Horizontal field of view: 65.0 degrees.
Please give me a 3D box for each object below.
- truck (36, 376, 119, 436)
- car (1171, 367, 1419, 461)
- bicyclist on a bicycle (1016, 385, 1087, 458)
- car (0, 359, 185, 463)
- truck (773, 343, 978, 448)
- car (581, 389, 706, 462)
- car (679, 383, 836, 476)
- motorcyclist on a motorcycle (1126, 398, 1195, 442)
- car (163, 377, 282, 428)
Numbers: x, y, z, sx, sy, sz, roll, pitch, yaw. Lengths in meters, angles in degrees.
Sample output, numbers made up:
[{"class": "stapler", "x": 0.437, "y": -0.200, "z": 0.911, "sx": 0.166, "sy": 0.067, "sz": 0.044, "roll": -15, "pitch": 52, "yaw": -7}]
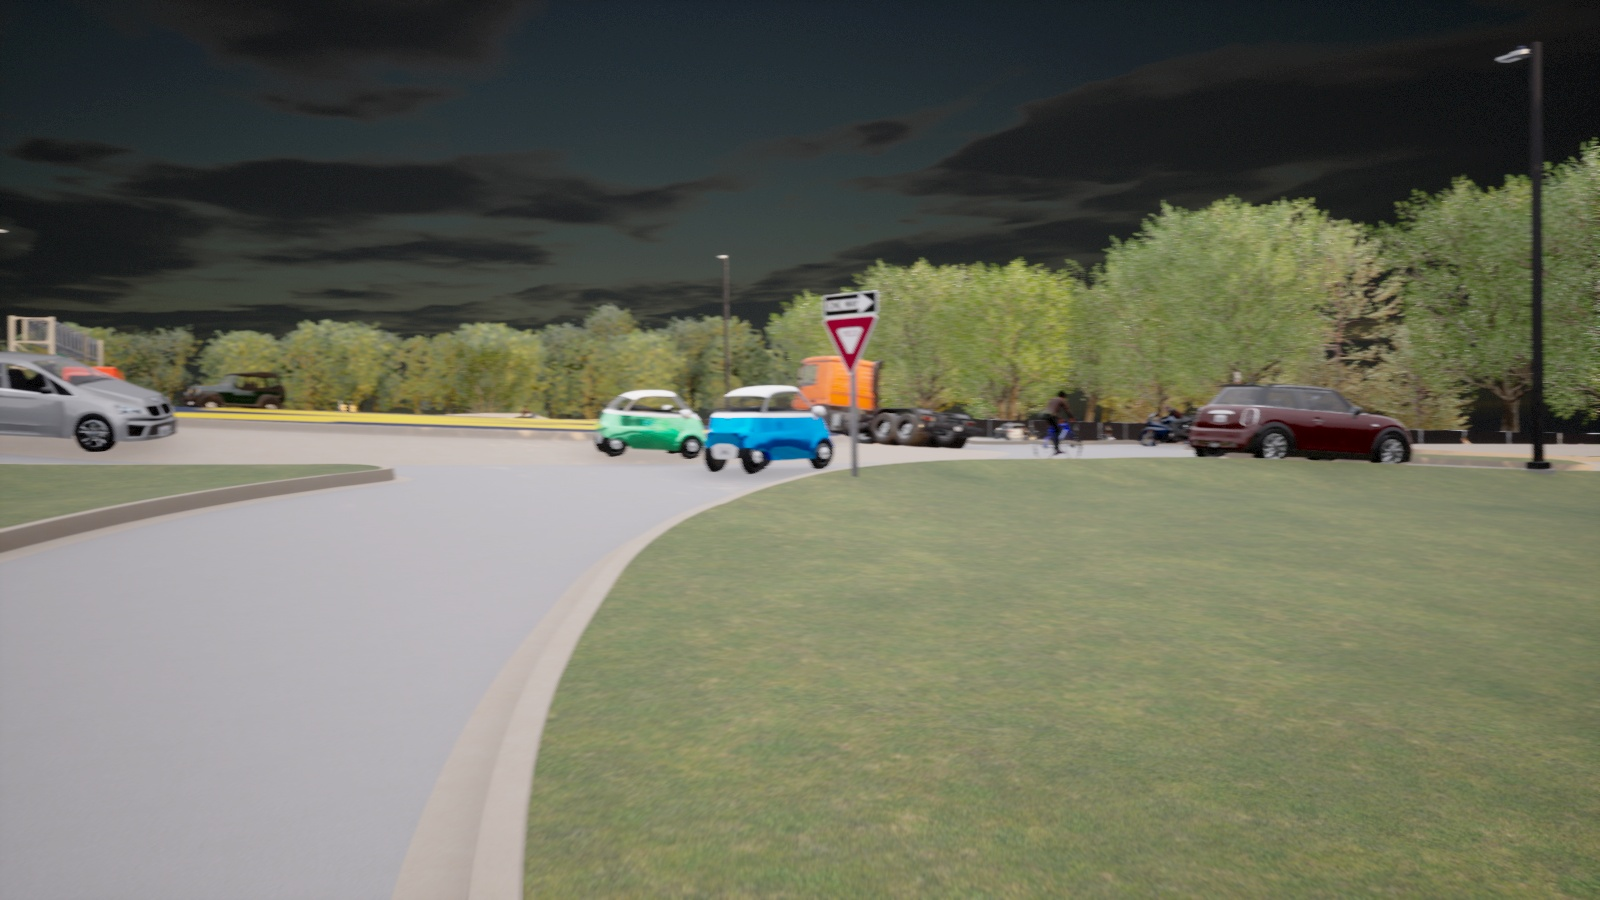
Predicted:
[{"class": "truck", "x": -32.931, "y": -1.961, "z": 57.404, "sx": 2.627, "sy": 2.467, "sz": 5.204, "roll": -2, "pitch": 1, "yaw": -23}, {"class": "car", "x": 10.356, "y": -0.738, "z": 26.309, "sx": 4.553, "sy": 1.767, "sz": 2.097, "roll": 1, "pitch": 2, "yaw": -21}, {"class": "bicyclist on a bicycle", "x": 5.767, "y": -0.653, "z": 28.750, "sx": 1.656, "sy": 1.620, "sz": 0.582, "roll": -2, "pitch": -2, "yaw": -38}, {"class": "car", "x": -14.575, "y": -0.793, "z": 23.863, "sx": 4.611, "sy": 1.667, "sz": 2.242, "roll": 2, "pitch": 7, "yaw": -2}, {"class": "truck", "x": 2.659, "y": -1.936, "z": 47.288, "sx": 2.891, "sy": 3.462, "sz": 7.936, "roll": 5, "pitch": -2, "yaw": -39}, {"class": "car", "x": -3.253, "y": -0.512, "z": 26.011, "sx": 2.207, "sy": 1.376, "sz": 1.481, "roll": 0, "pitch": 5, "yaw": -23}, {"class": "car", "x": -0.653, "y": -0.355, "z": 20.300, "sx": 1.481, "sy": 1.376, "sz": 2.207, "roll": 0, "pitch": 3, "yaw": 35}, {"class": "motorcyclist on a motorcycle", "x": 12.783, "y": -1.064, "z": 44.528, "sx": 2.191, "sy": 1.530, "sz": 0.866, "roll": 0, "pitch": 2, "yaw": 31}, {"class": "car", "x": -22.978, "y": -1.842, "z": 50.028, "sx": 1.905, "sy": 1.878, "sz": 3.866, "roll": 0, "pitch": 0, "yaw": 45}]
